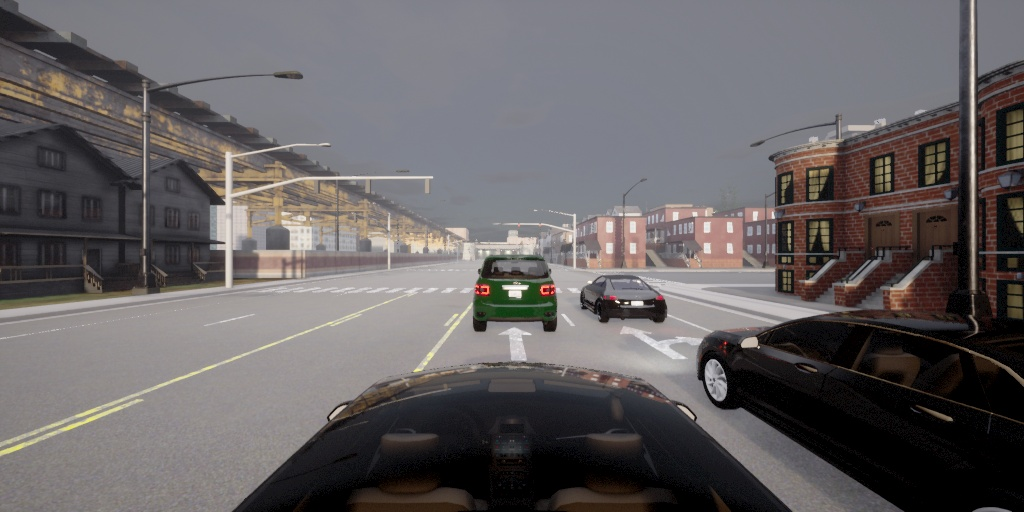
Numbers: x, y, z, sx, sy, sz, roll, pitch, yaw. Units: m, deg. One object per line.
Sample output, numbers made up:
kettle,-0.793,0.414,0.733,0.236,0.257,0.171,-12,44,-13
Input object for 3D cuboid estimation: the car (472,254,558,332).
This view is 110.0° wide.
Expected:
car,0.083,0.971,11.021,2.150,2.045,5.566,0,0,0

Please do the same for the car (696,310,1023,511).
car,3.599,1.255,3.279,1.837,1.490,4.892,0,0,0

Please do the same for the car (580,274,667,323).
car,3.582,1.314,12.192,1.994,1.385,4.181,0,0,1
